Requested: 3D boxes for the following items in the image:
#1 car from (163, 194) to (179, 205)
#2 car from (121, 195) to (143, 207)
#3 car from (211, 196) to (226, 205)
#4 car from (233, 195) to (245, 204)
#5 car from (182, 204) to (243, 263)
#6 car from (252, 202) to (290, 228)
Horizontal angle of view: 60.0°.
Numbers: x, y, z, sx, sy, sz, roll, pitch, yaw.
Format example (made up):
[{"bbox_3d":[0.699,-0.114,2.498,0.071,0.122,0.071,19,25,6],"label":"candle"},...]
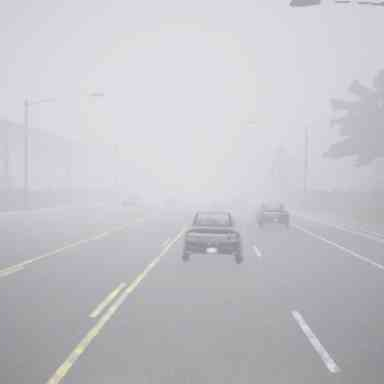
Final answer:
[{"bbox_3d":[-3.180,1.080,50.339,1.882,1.535,5.008,1,1,5],"label":"car"},{"bbox_3d":[-7.448,1.102,41.729,1.837,1.490,4.892,1,1,5],"label":"car"},{"bbox_3d":[3.396,1.281,43.334,1.812,1.442,4.674,1,0,5],"label":"car"},{"bbox_3d":[8.076,1.278,57.120,2.033,1.411,5.357,1,0,5],"label":"car"},{"bbox_3d":[0.750,1.431,11.869,2.128,1.511,4.902,1,0,4],"label":"car"},{"bbox_3d":[5.086,1.427,21.804,2.128,1.511,4.902,1,0,5],"label":"car"}]
